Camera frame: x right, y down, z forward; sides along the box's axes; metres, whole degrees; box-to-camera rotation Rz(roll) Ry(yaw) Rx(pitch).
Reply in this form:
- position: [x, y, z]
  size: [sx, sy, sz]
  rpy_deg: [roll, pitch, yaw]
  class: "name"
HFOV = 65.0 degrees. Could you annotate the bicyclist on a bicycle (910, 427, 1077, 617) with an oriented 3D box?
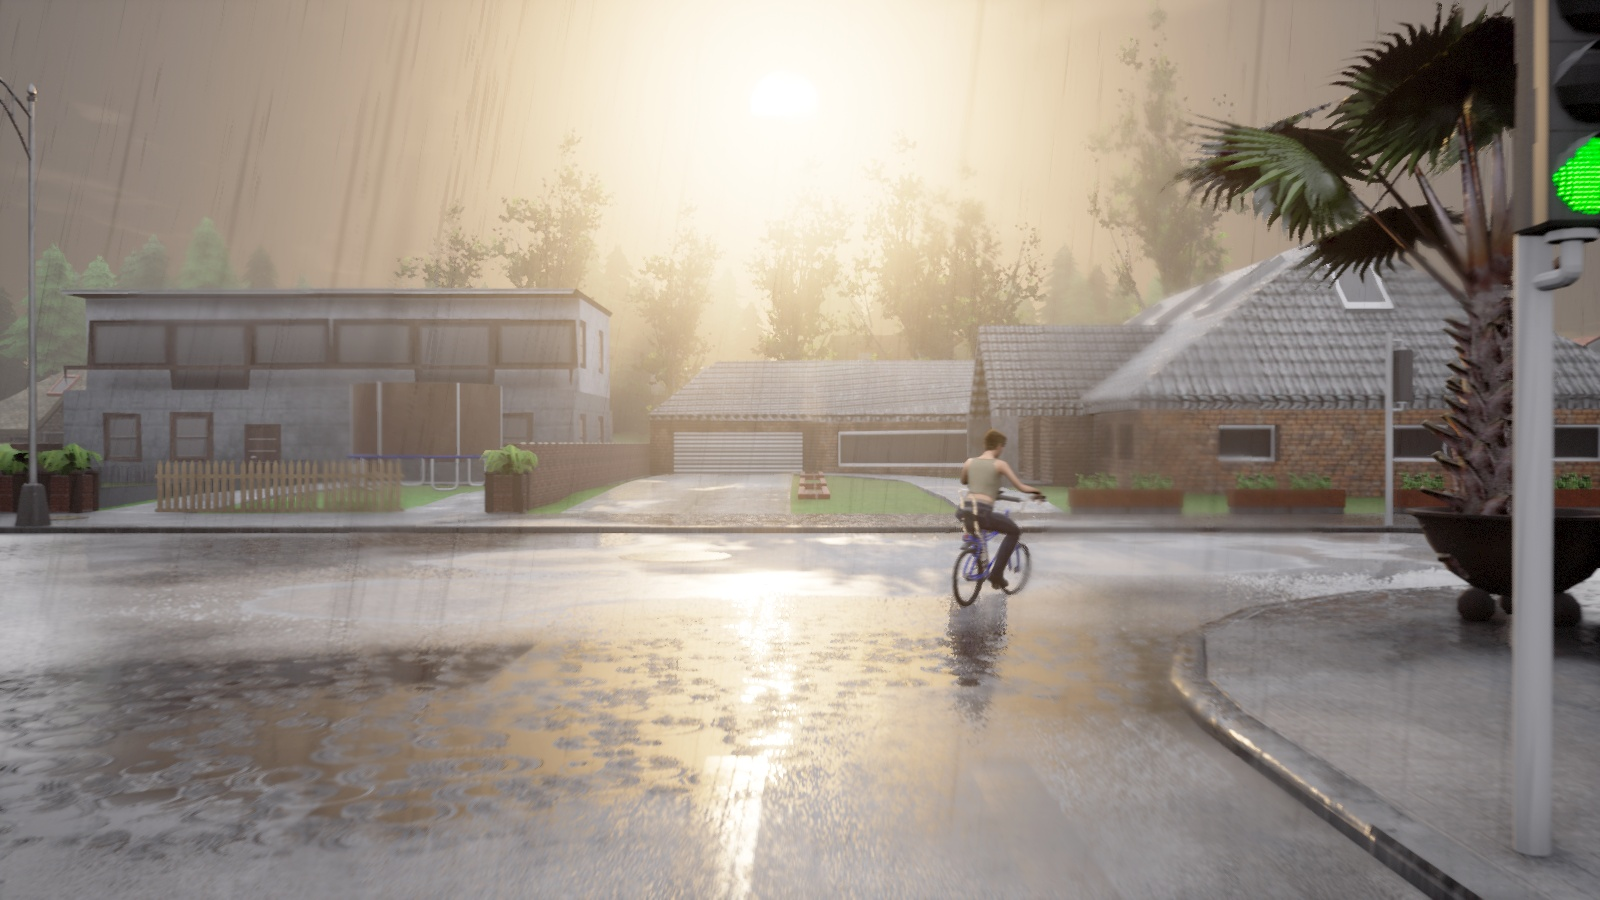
- position: [1.823, 0.615, 11.705]
  size: [0.866, 1.612, 1.509]
  rpy_deg: [4, 3, 36]
  class: "bicyclist on a bicycle"
